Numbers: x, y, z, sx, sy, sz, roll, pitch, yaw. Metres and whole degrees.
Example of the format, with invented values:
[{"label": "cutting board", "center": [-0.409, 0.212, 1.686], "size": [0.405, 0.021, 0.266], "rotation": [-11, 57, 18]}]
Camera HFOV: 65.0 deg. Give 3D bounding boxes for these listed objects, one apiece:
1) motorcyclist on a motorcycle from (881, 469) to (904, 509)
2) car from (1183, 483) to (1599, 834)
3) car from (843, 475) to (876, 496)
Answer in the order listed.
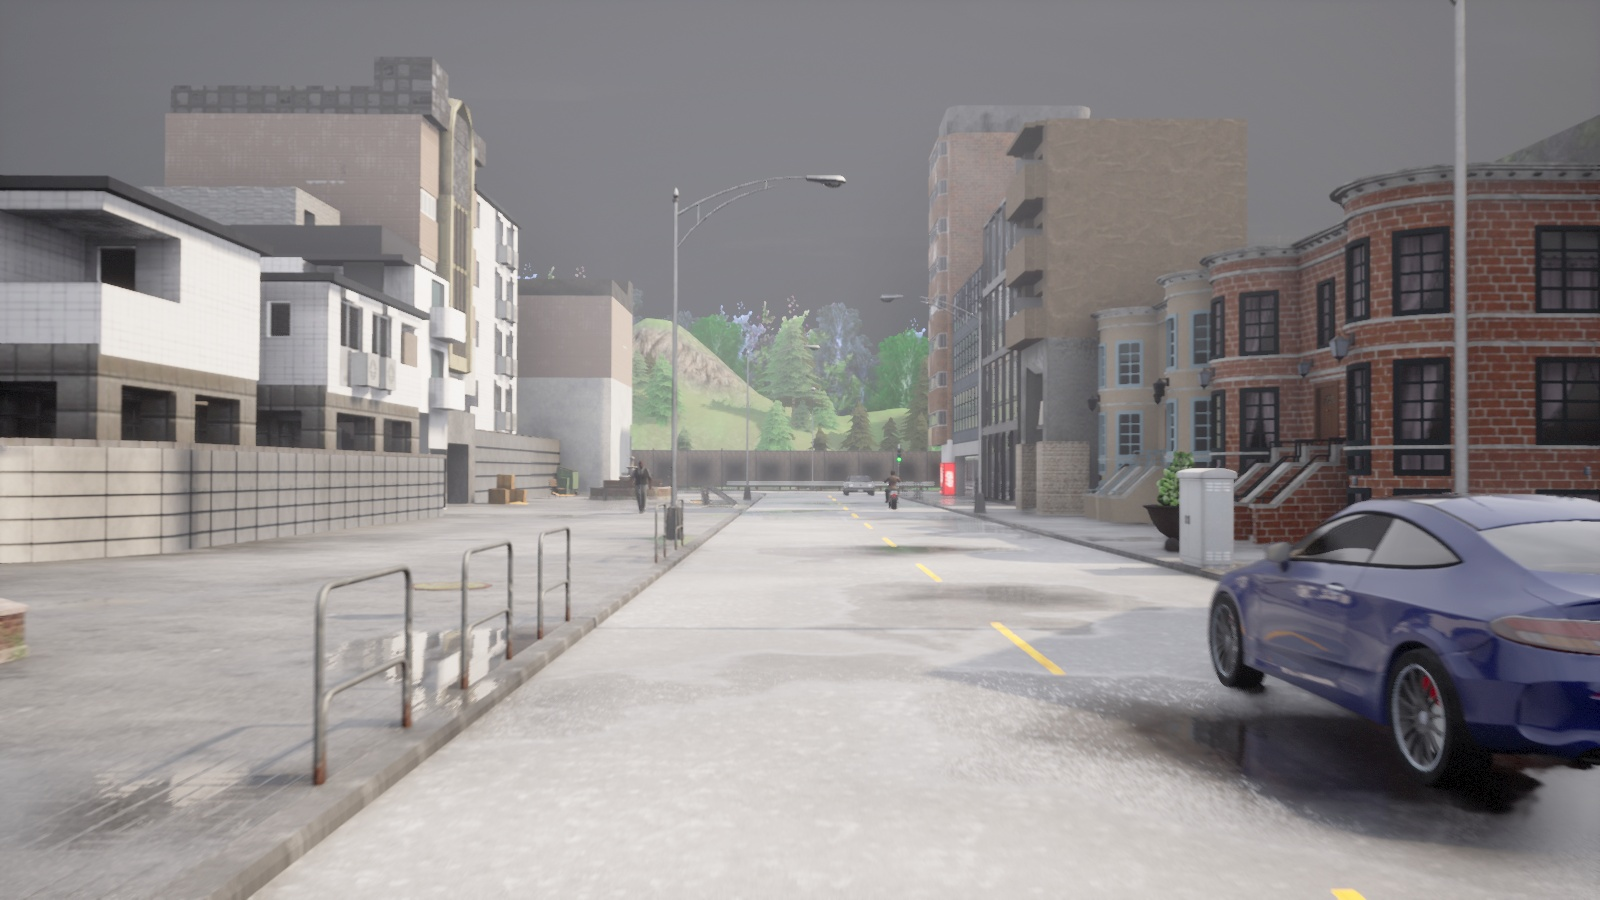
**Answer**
[{"label": "motorcyclist on a motorcycle", "center": [3.870, 1.633, 52.748], "size": [0.766, 1.649, 2.350], "rotation": [0, -1, 0]}, {"label": "car", "center": [3.981, 0.954, 7.710], "size": [1.812, 1.442, 4.674], "rotation": [0, -1, 0]}, {"label": "car", "center": [3.791, 2.254, 80.932], "size": [1.895, 1.301, 4.718], "rotation": [0, -1, 0]}]
